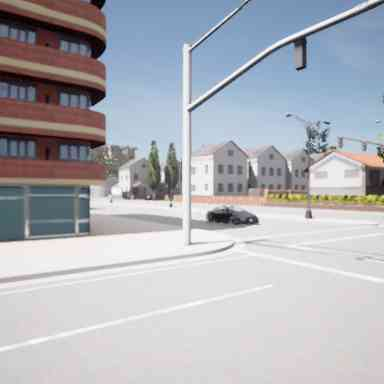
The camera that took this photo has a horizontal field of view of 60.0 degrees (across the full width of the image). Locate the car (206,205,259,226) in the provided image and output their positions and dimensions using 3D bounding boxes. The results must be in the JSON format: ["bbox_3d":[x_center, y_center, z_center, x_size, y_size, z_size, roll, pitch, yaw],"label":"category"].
[{"bbox_3d":[2.813,1.670,23.781,1.994,1.385,4.181,0,1,-34],"label":"car"}]
